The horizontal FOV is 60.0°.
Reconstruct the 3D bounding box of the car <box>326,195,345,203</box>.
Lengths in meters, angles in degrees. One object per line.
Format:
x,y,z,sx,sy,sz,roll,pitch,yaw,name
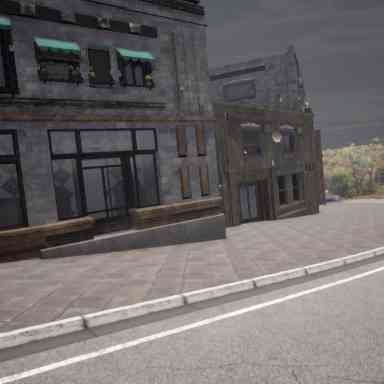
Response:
31.057,1.428,72.317,2.097,1.767,4.553,-6,-1,-9,car
